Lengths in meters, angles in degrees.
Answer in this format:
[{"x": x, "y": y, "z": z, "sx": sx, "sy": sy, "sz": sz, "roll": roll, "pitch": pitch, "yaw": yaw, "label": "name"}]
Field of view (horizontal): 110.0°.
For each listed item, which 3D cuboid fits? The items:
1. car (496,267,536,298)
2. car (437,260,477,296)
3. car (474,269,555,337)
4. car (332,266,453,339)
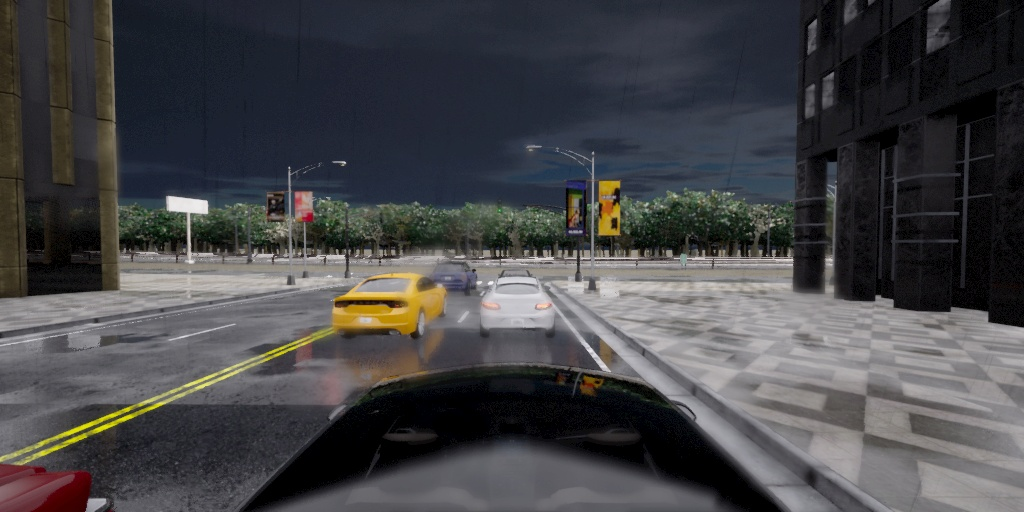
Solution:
[{"x": 0.185, "y": 1.342, "z": 19.309, "sx": 1.895, "sy": 1.301, "sz": 4.718, "roll": 0, "pitch": 0, "yaw": 0, "label": "car"}, {"x": -3.066, "y": 1.092, "z": 19.324, "sx": 2.097, "sy": 1.767, "sz": 4.553, "roll": 0, "pitch": 0, "yaw": 0, "label": "car"}, {"x": 0.140, "y": 1.271, "z": 10.141, "sx": 1.812, "sy": 1.442, "sz": 4.674, "roll": 0, "pitch": 0, "yaw": 0, "label": "car"}, {"x": -3.111, "y": 1.223, "z": 10.133, "sx": 1.882, "sy": 1.535, "sz": 5.008, "roll": 0, "pitch": 0, "yaw": 0, "label": "car"}]
